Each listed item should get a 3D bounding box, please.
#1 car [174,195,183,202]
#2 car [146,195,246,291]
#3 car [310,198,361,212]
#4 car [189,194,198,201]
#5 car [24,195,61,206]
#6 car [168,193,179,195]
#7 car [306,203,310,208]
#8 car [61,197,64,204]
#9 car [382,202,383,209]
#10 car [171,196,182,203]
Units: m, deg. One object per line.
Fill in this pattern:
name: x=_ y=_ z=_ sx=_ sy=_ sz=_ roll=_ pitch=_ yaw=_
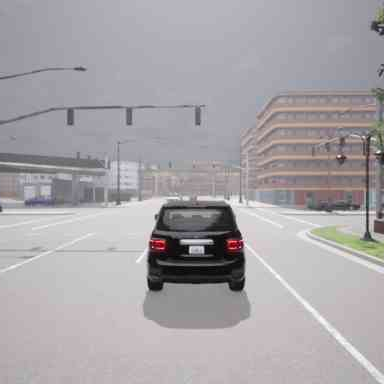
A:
car: x=-3.202 y=1.539 z=79.697 sx=2.033 sy=1.411 sz=5.357 roll=0 pitch=0 yaw=0
car: x=0.095 y=1.221 z=9.164 sx=2.150 sy=2.045 sz=5.566 roll=0 pitch=0 yaw=0
car: x=16.337 y=1.600 z=37.672 sx=4.718 sy=1.301 sz=1.895 roll=0 pitch=0 yaw=-3
car: x=0.287 y=1.371 z=81.202 sx=2.128 sy=1.511 sz=4.902 roll=0 pitch=0 yaw=0
car: x=-23.263 y=1.294 z=51.115 sx=4.611 sy=1.667 sz=2.242 roll=0 pitch=0 yaw=1
car: x=-3.066 y=1.221 z=54.541 sx=2.150 sy=2.045 sz=5.566 roll=0 pitch=0 yaw=2
car: x=16.723 y=1.504 z=41.148 sx=4.892 sy=1.490 sz=1.837 roll=0 pitch=0 yaw=1
car: x=-23.974 y=1.455 z=56.867 sx=3.806 sy=1.475 sz=1.970 roll=0 pitch=0 yaw=1
car: x=25.896 y=1.352 z=41.061 sx=4.553 sy=1.767 sz=2.097 roll=0 pitch=0 yaw=0
car: x=-3.127 y=1.547 z=69.080 sx=2.033 sy=1.411 sz=5.357 roll=0 pitch=0 yaw=0
